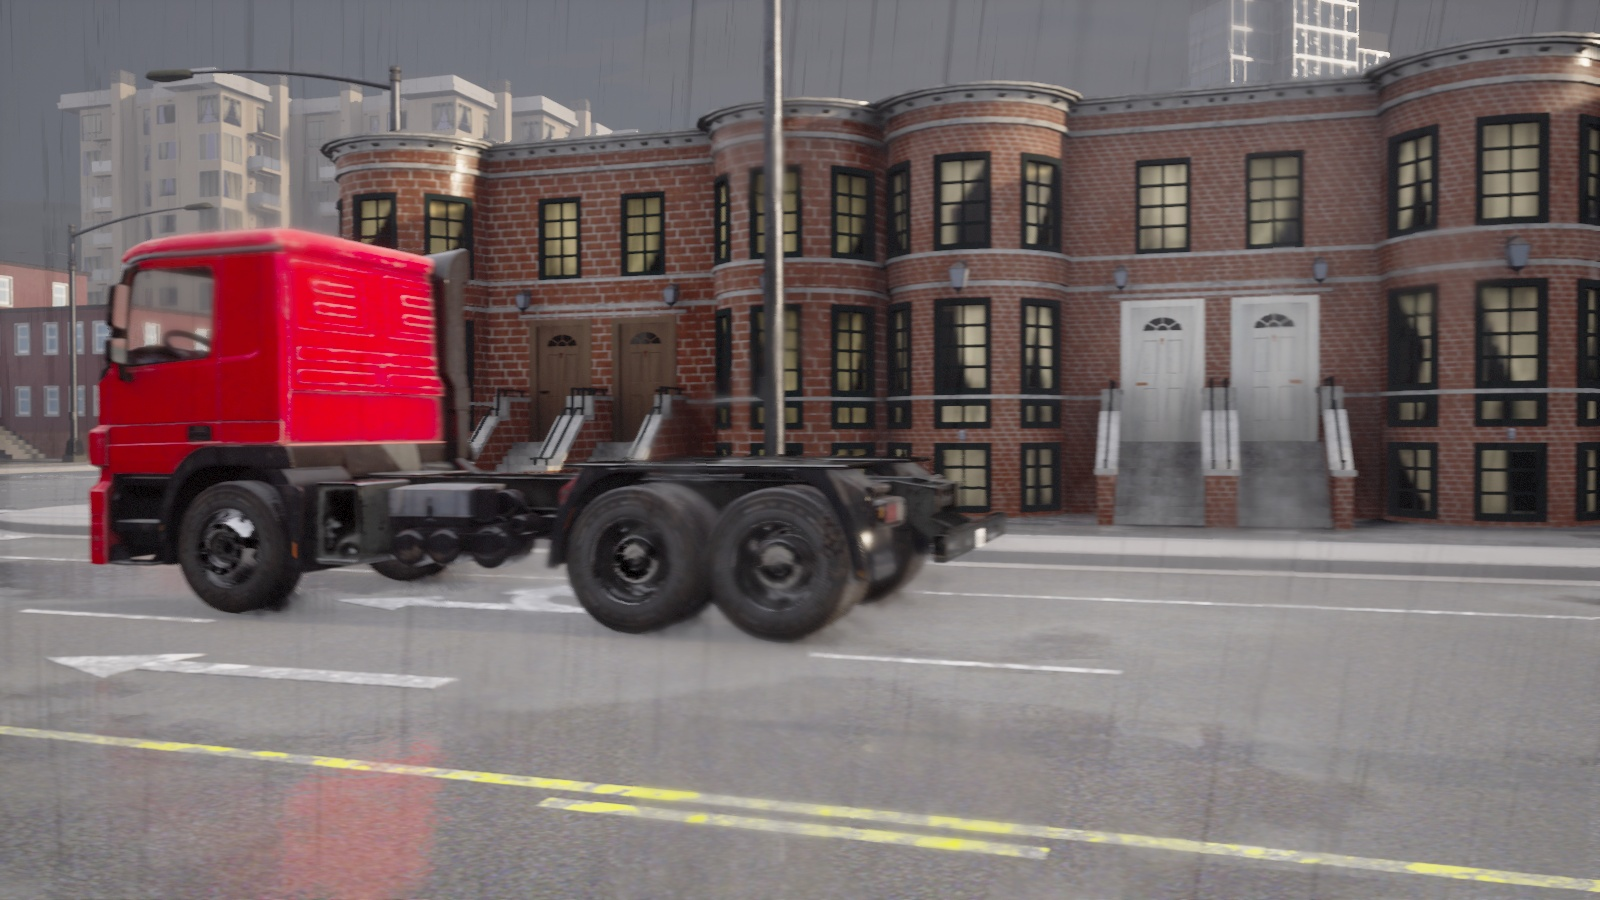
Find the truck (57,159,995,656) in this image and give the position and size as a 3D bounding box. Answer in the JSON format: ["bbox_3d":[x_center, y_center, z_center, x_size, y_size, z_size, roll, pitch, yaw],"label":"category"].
[{"bbox_3d":[-2.447,-0.347,11.389,7.936,3.462,2.891,1,1,19],"label":"truck"}]
